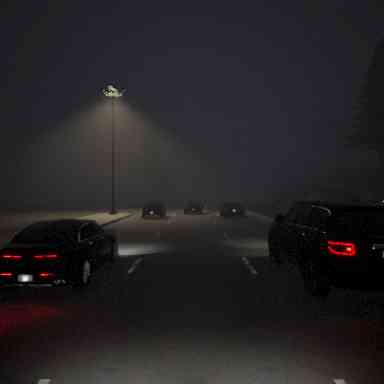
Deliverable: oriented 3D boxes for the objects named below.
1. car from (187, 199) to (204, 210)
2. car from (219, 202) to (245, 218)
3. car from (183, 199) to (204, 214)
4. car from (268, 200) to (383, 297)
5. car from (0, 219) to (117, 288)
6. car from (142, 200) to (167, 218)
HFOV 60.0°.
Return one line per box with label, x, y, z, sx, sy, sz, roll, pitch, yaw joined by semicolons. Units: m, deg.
car;0.573;1.593;44.041;1.895;1.301;4.718;0;0;5
car;3.603;1.559;30.393;1.994;1.385;4.181;0;0;0
car;0.131;1.520;34.834;1.812;1.442;4.674;0;0;1
car;3.600;1.220;8.704;2.150;2.045;5.566;0;0;0
car;-3.400;1.504;9.216;1.837;1.490;4.892;0;0;0
car;-3.397;1.499;30.431;1.837;1.490;4.892;0;0;0
